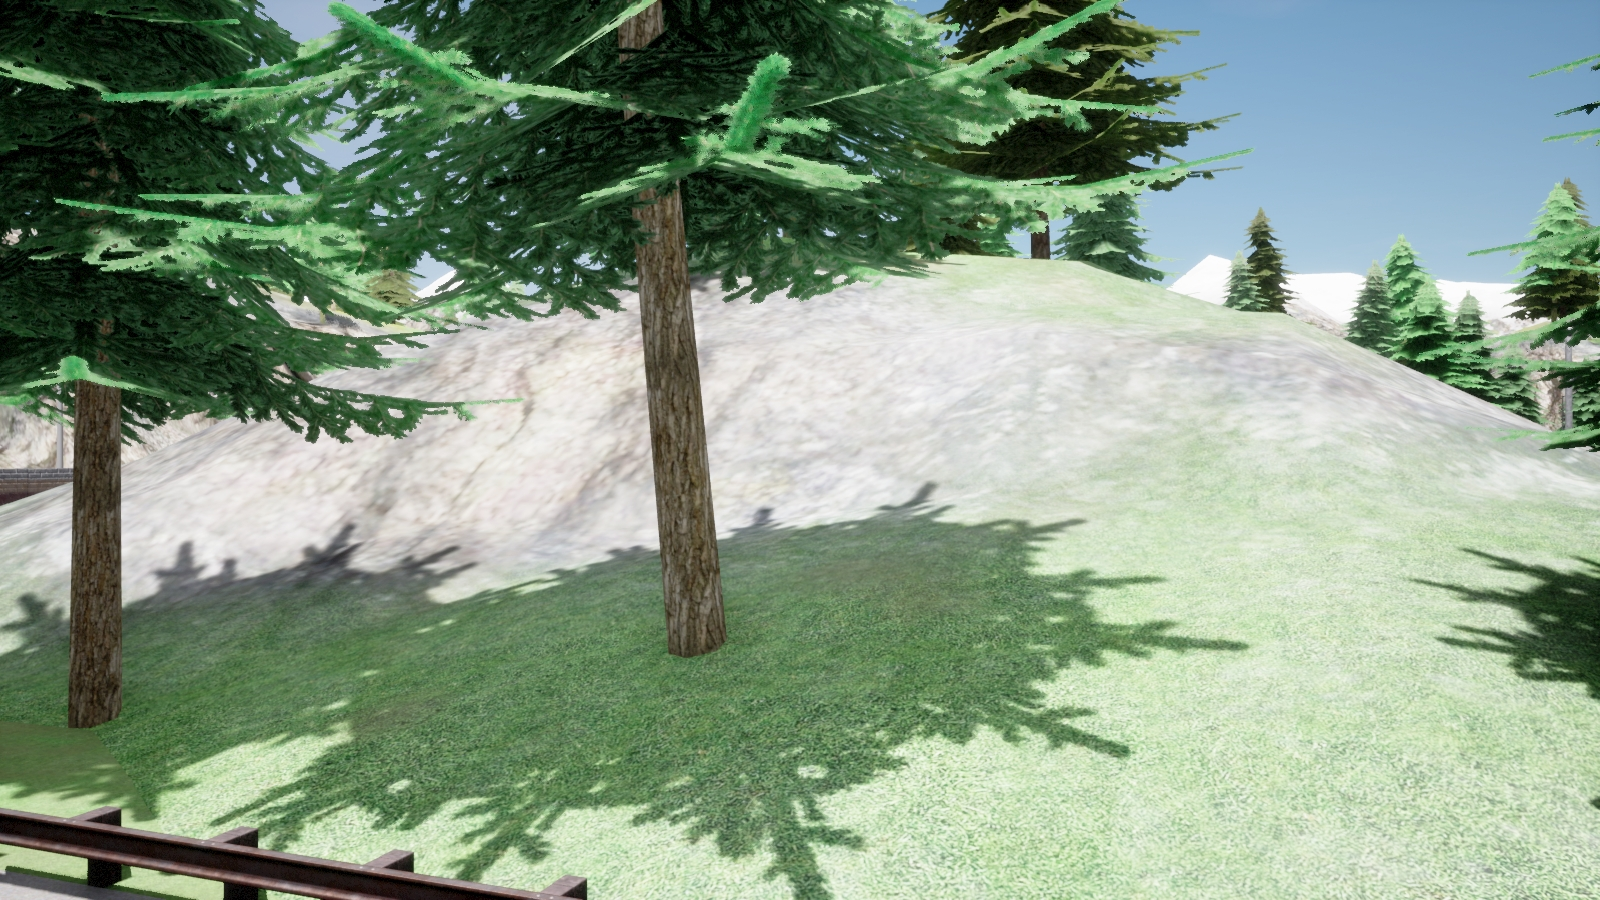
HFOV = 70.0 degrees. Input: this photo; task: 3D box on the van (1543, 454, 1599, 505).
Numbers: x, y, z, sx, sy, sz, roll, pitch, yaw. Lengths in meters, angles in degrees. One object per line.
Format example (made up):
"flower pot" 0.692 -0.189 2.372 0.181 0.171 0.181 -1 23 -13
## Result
"van" 41.536 1.520 60.872 1.988 2.561 5.915 0 0 20
